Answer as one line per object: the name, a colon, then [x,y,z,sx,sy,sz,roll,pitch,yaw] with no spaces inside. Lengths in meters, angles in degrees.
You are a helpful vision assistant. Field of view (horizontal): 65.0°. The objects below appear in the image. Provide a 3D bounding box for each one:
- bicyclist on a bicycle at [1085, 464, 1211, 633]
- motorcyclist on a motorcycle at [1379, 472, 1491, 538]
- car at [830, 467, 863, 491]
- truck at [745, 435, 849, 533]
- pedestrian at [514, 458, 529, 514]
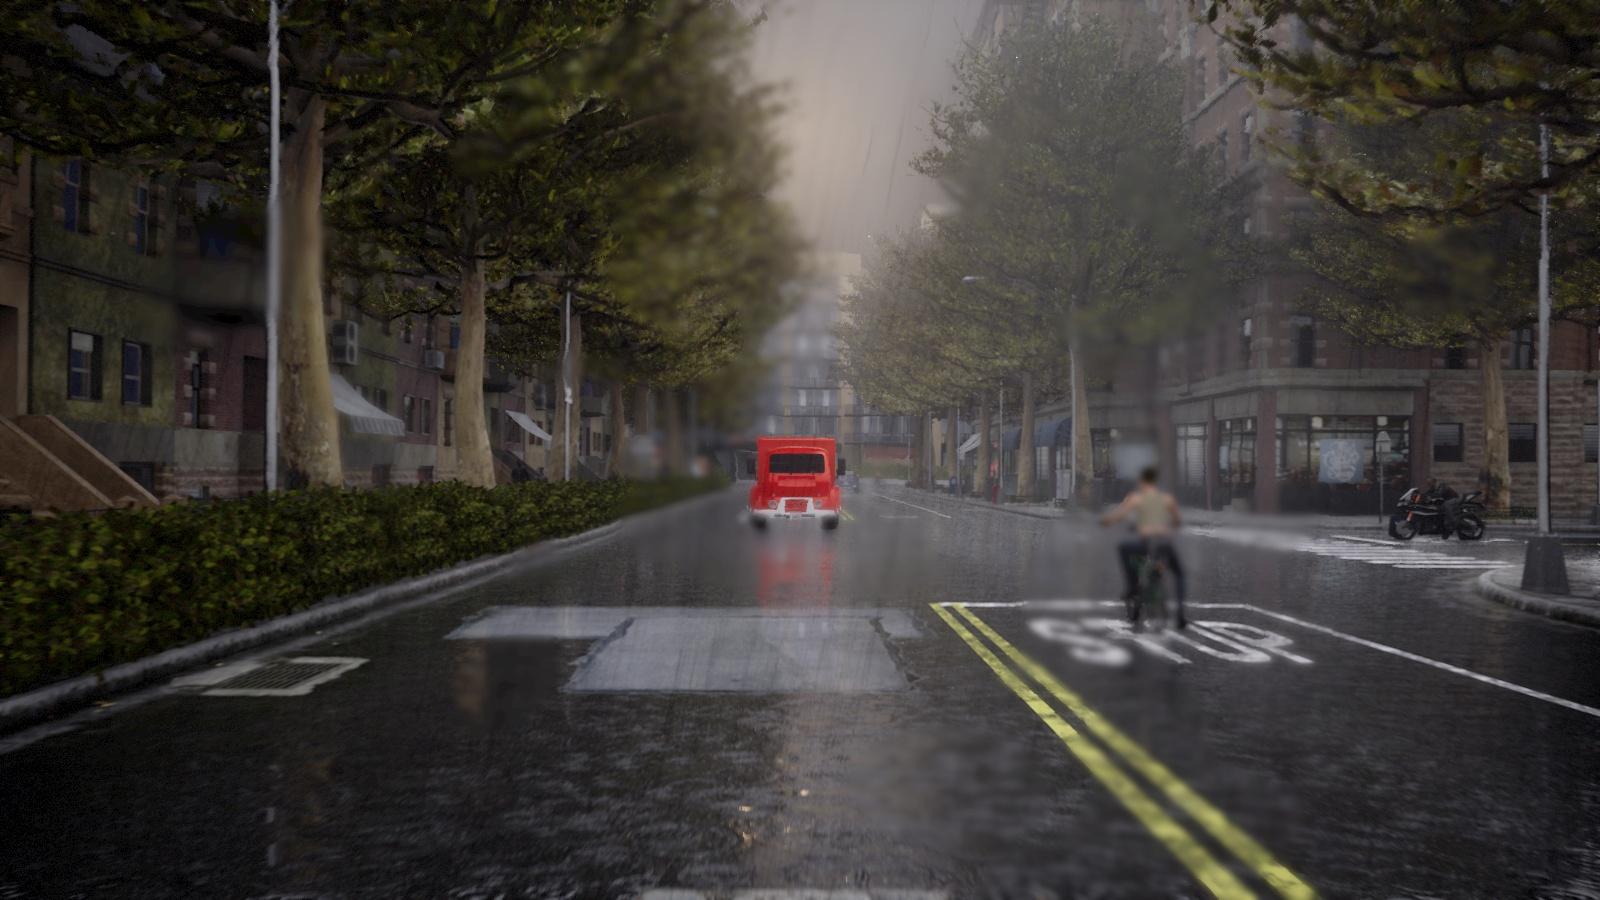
bicyclist on a bicycle: [3.488,0.950,12.709,0.866,1.612,1.509,0,-1,1]
motorcyclist on a motorcycle: [15.000,1.287,29.682,2.191,1.530,0.866,0,-1,0]
car: [3.287,2.078,89.495,2.152,1.651,5.027,0,-1,0]
truck: [-0.083,0.903,34.265,2.627,2.467,5.204,0,-1,0]
pedestrian: [-9.369,1.216,42.214,0.376,1.854,0.720,0,-1,-2]
